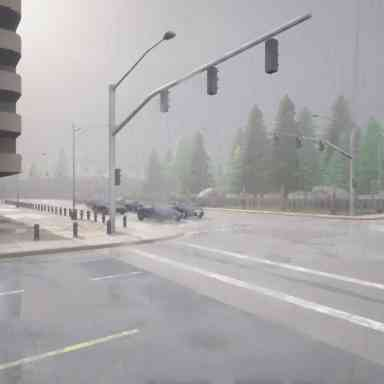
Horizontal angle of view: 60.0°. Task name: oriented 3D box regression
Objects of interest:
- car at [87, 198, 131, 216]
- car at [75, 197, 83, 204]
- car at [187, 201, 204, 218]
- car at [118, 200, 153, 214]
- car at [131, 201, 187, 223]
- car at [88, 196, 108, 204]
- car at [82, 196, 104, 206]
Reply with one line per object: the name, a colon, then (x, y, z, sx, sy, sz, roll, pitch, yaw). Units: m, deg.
car: (-8.571, 1.603, 34.189, 2.033, 1.411, 5.357, 0, 0, -36)
car: (-20.812, 1.656, 62.924, 1.895, 1.301, 4.718, 0, 0, -36)
car: (-0.904, 1.547, 29.690, 2.128, 1.511, 4.902, 0, 0, -36)
car: (-6.379, 1.656, 37.117, 1.895, 1.301, 4.718, 0, 0, -36)
car: (-2.707, 1.581, 26.266, 1.812, 1.442, 4.674, 0, 0, -38)
car: (-18.741, 1.547, 66.014, 2.128, 1.511, 4.902, 0, 0, -36)
car: (-13.268, 1.656, 46.480, 1.895, 1.301, 4.718, 0, 0, -36)
